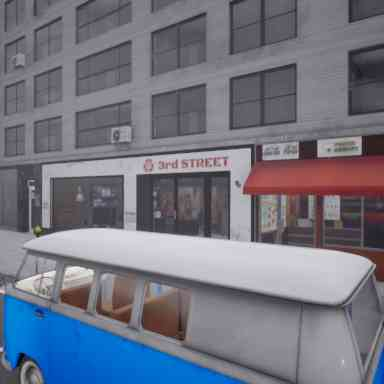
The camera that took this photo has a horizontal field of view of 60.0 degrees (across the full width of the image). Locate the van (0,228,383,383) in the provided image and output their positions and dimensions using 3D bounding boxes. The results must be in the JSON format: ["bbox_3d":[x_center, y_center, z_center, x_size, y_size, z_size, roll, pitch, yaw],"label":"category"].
[{"bbox_3d":[-0.270,1.341,3.269,3.998,1.788,1.690,0,0,35],"label":"van"}]
